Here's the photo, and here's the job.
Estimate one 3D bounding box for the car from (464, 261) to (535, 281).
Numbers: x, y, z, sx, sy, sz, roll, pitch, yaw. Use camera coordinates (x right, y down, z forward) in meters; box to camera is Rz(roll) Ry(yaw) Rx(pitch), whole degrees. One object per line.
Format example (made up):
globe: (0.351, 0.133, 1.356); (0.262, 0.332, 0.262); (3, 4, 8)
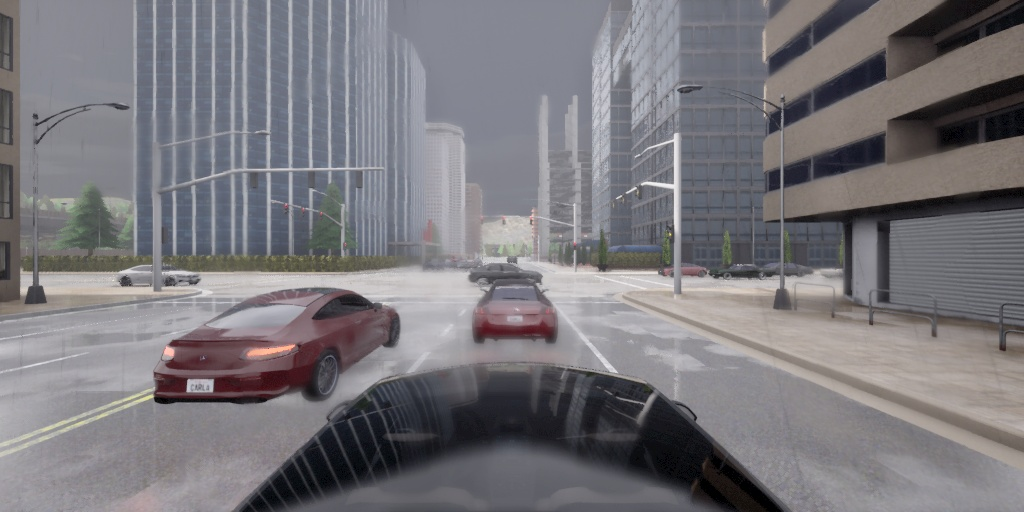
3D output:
car: (-0.412, 1.255, 23.515); (4.892, 1.490, 1.837); (0, 0, 1)

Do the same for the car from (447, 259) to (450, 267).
car: (-10.568, 1.276, 58.177); (1.812, 1.442, 4.674); (0, 0, 1)

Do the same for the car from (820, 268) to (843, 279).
car: (29.111, 1.351, 30.408); (4.718, 1.301, 1.895); (0, 0, 1)

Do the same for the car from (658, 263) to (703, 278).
car: (16.148, 1.314, 34.047); (4.181, 1.385, 1.994); (0, 0, 1)

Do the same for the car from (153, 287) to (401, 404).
car: (-3.441, 1.276, 6.280); (1.812, 1.442, 4.674); (0, 0, 0)

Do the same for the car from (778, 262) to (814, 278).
car: (25.383, 1.297, 33.949); (5.357, 1.411, 2.033); (0, 0, 1)

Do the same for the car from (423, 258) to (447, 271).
car: (-10.575, 1.102, 48.361); (2.097, 1.767, 4.553); (0, 0, 0)

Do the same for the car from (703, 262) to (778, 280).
car: (19.371, 1.351, 30.511); (4.718, 1.301, 1.895); (0, 0, 1)

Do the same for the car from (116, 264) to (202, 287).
car: (-23.379, 1.276, 23.772); (4.674, 1.442, 1.812); (0, 0, 1)

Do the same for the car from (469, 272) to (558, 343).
car: (0.079, 1.314, 9.669); (1.994, 1.385, 4.181); (0, 0, 0)

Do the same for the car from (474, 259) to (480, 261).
car: (-7.057, 1.275, 60.841); (1.812, 1.442, 4.674); (0, 0, 1)

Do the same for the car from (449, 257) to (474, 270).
car: (-7.071, 1.241, 50.886); (2.128, 1.511, 4.902); (0, 0, 0)
